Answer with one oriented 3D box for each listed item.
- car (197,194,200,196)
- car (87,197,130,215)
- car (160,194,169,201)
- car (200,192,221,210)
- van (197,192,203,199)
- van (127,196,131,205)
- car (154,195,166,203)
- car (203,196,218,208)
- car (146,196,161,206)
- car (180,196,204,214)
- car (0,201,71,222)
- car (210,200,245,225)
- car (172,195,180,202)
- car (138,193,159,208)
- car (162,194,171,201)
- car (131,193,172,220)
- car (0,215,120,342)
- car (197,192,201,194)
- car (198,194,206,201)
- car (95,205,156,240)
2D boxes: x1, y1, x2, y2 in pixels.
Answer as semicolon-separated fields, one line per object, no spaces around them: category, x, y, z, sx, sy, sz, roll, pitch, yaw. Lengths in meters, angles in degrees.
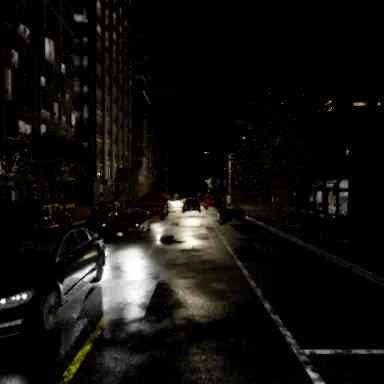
car;-0.091;1.388;44.456;2.033;1.411;5.357;0;0;-1
car;-5.809;1.363;22.904;1.967;1.590;4.097;-1;0;0
car;-6.018;1.266;73.275;1.752;1.417;4.829;-1;0;0
car;2.504;1.168;40.262;2.192;1.841;5.009;-1;0;0
van;2.261;0.994;95.606;1.690;1.788;3.998;-1;0;0
van;-5.851;1.222;34.701;1.690;1.788;3.998;-1;0;0
car;-5.970;1.325;62.375;1.887;1.381;4.507;-1;0;0
car;2.483;1.358;45.968;1.752;1.417;4.829;-1;0;0
car;-5.921;1.346;51.136;1.752;1.417;4.829;-1;0;0
car;-0.035;1.404;33.937;1.812;1.442;4.674;0;0;0
car;-5.853;1.277;11.834;2.192;1.841;5.009;-1;0;0
car;2.596;1.467;22.924;2.008;1.369;4.403;-1;0;0
car;-3.295;1.262;67.014;2.128;1.511;4.902;0;0;0
car;-5.900;1.155;45.770;2.192;1.841;5.009;-1;0;0
car;-6.043;1.246;78.809;1.752;1.417;4.829;-1;0;0
car;-3.161;1.126;27.306;2.150;2.045;5.566;0;0;1
car;-3.123;1.470;6.743;2.128;1.511;4.902;0;0;0
car;2.382;1.068;67.935;2.192;1.841;5.009;-1;0;0
car;2.337;1.279;79.004;1.947;1.339;4.313;-1;0;0
car;-3.161;1.543;16.835;1.895;1.301;4.718;0;0;0
